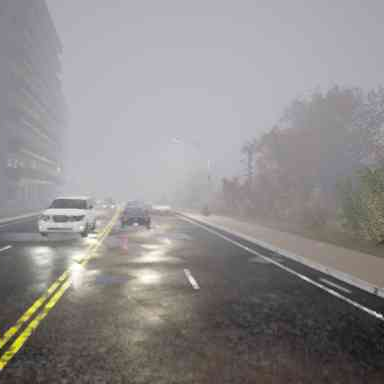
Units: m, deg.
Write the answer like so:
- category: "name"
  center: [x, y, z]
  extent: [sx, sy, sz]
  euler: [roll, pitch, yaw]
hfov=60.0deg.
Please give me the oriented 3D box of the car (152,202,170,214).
- category: "car"
  center: [-3.817, 1.909, 40.060]
  extent: [1.895, 1.301, 4.718]
  euler: [2, -1, -11]

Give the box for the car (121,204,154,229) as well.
- category: "car"
  center: [-3.847, 1.731, 22.757]
  extent: [1.895, 1.301, 4.718]
  euler: [2, -1, -10]

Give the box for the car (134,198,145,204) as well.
- category: "car"
  center: [-11.921, 2.008, 74.657]
  extent: [1.895, 1.301, 4.718]
  euler: [2, -1, -15]

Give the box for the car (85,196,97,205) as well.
- category: "car"
  center: [-18.820, 1.579, 62.248]
  extent: [1.882, 1.535, 5.008]
  euler: [2, -1, -13]

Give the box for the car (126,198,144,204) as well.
- category: "car"
  center: [-7.229, 1.764, 40.575]
  extent: [2.033, 1.411, 5.357]
  euler: [2, -1, -12]

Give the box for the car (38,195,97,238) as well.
- category: "car"
  center: [-6.501, 1.227, 18.008]
  extent: [2.150, 2.045, 5.566]
  euler: [2, -1, -10]

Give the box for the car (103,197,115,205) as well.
- category: "car"
  center: [-15.677, 1.699, 63.068]
  extent: [1.837, 1.490, 4.892]
  euler: [2, -1, -13]
